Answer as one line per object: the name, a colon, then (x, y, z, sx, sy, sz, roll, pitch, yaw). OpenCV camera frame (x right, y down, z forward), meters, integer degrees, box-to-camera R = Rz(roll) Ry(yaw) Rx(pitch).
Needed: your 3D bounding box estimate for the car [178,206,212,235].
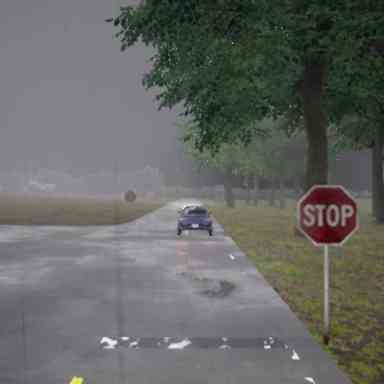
car: (0.167, 1.526, 18.915, 1.812, 1.442, 4.674, 1, 0, 0)
